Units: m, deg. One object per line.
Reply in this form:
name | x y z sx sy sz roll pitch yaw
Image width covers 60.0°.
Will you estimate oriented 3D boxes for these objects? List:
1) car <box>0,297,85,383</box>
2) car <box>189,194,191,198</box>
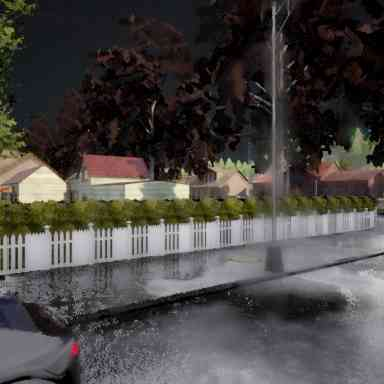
car | -3.008 1.564 2.461 4.181 1.385 1.994 0 0 -35
car | -2.184 1.221 57.453 2.150 2.045 5.566 0 0 -35
